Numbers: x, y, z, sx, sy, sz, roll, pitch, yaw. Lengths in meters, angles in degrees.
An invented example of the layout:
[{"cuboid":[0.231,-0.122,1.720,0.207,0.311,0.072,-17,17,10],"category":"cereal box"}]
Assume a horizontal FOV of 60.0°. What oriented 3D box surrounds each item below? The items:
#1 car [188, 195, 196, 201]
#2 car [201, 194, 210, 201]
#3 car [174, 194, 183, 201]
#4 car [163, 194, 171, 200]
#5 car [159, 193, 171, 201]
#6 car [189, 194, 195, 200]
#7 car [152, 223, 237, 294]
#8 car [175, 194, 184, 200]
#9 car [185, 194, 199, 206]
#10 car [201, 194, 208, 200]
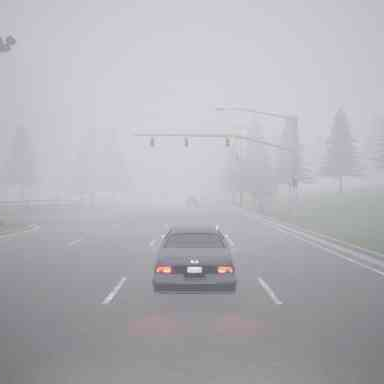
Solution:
[{"cuboid":[-0.009,1.531,83.611,2.033,1.411,5.357,0,0,0],"category":"car"},{"cuboid":[3.491,1.492,83.611,1.837,1.490,4.892,0,0,0],"category":"car"},{"cuboid":[-3.509,1.517,84.027,1.812,1.442,4.674,0,0,0],"category":"car"},{"cuboid":[-7.010,1.385,94.030,1.994,1.385,4.181,0,0,0],"category":"car"},{"cuboid":[-7.009,1.217,83.640,2.150,2.045,5.566,0,0,0],"category":"car"},{"cuboid":[-0.010,1.310,94.031,1.882,1.535,5.008,0,0,0],"category":"car"},{"cuboid":[0.065,1.547,8.929,2.033,1.411,5.357,0,0,0],"category":"car"},{"cuboid":[-3.510,1.358,94.030,2.128,1.511,4.902,0,0,0],"category":"car"},{"cuboid":[-0.008,1.352,52.968,2.097,1.767,4.553,0,0,0],"category":"car"},{"cuboid":[3.490,1.310,94.031,1.882,1.535,5.008,0,0,0],"category":"car"}]
